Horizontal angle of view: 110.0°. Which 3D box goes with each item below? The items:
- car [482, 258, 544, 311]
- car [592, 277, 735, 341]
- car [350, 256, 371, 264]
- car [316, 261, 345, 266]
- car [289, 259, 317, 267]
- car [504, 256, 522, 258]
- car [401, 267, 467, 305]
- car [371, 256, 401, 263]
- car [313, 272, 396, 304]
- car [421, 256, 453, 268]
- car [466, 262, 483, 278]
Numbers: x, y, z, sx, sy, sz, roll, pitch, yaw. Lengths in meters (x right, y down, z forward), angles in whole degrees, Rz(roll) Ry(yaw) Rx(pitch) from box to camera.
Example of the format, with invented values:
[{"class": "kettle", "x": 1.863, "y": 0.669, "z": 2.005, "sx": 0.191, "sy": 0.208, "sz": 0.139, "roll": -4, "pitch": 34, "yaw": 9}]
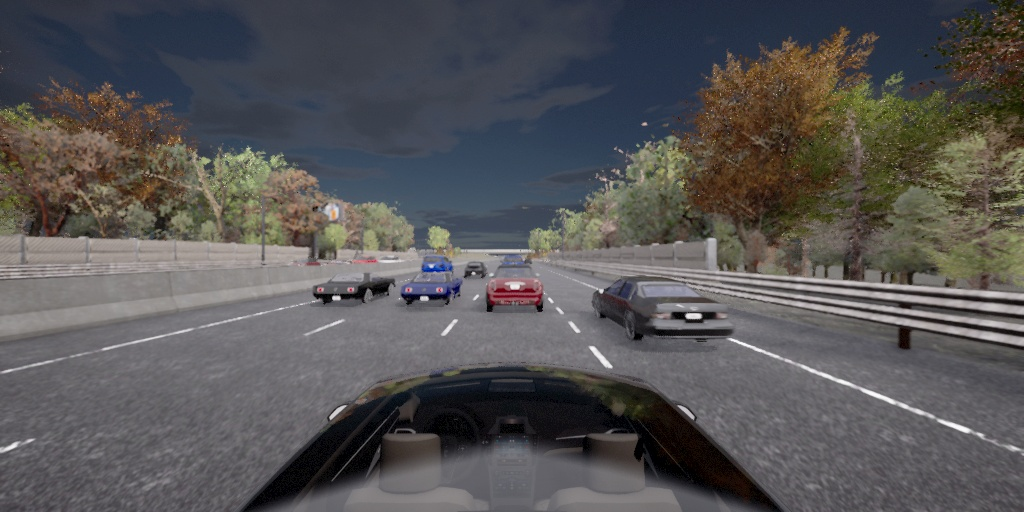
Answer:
[{"class": "car", "x": 0.104, "y": 1.111, "z": 14.702, "sx": 2.097, "sy": 1.767, "sz": 4.553, "roll": 0, "pitch": 0, "yaw": 0}, {"class": "car", "x": 3.656, "y": 1.274, "z": 9.804, "sx": 2.033, "sy": 1.411, "sz": 5.357, "roll": 0, "pitch": 0, "yaw": -1}, {"class": "car", "x": -21.048, "y": 1.027, "z": 51.028, "sx": 2.150, "sy": 2.045, "sz": 5.566, "roll": 0, "pitch": 0, "yaw": 0}, {"class": "car", "x": -24.556, "y": 1.402, "z": 49.655, "sx": 1.895, "sy": 1.301, "sz": 4.718, "roll": 0, "pitch": 0, "yaw": 0}, {"class": "car", "x": -28.053, "y": 1.152, "z": 48.609, "sx": 2.097, "sy": 1.767, "sz": 4.553, "roll": 0, "pitch": 0, "yaw": 0}, {"class": "car", "x": 0.110, "y": 1.002, "z": 33.418, "sx": 2.150, "sy": 2.045, "sz": 5.566, "roll": 0, "pitch": 0, "yaw": 0}, {"class": "car", "x": -3.395, "y": 1.362, "z": 16.156, "sx": 1.895, "sy": 1.301, "sz": 4.718, "roll": 0, "pitch": 0, "yaw": 0}, {"class": "car", "x": -17.550, "y": 1.028, "z": 51.103, "sx": 2.150, "sy": 2.045, "sz": 5.566, "roll": 0, "pitch": 0, "yaw": 0}, {"class": "car", "x": -6.896, "y": 1.362, "z": 16.320, "sx": 1.895, "sy": 1.301, "sz": 4.718, "roll": 0, "pitch": 0, "yaw": 0}, {"class": "car", "x": -6.891, "y": 1.002, "z": 33.371, "sx": 2.150, "sy": 2.045, "sz": 5.566, "roll": 0, "pitch": 0, "yaw": 0}, {"class": "car", "x": -3.389, "y": 1.286, "z": 34.183, "sx": 1.837, "sy": 1.490, "sz": 4.892, "roll": 0, "pitch": 0, "yaw": 0}]
